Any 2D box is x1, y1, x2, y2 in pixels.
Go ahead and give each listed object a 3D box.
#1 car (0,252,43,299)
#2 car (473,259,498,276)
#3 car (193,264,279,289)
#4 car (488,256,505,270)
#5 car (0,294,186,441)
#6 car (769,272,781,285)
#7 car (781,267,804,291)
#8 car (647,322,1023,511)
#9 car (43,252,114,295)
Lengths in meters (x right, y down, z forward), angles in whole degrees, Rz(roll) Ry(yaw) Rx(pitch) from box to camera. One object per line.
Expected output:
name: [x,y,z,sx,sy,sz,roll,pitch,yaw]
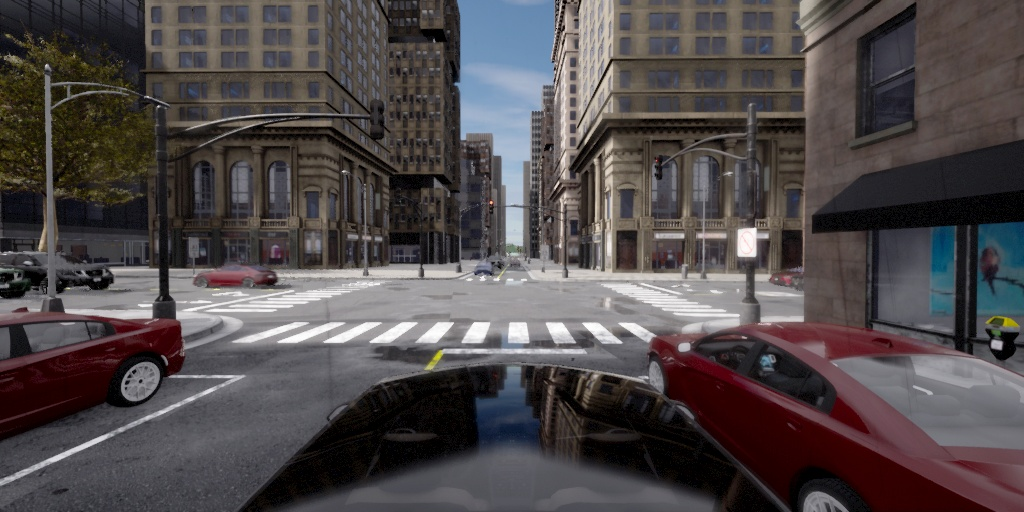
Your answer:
car: [-23.565,0.858,14.738,5.566,2.045,2.150,1,1,1]
car: [-2.797,1.288,36.784,2.033,1.411,5.357,0,0,0]
car: [-16.311,1.163,21.301,4.181,1.385,1.994,0,1,1]
car: [-2.631,0.961,52.894,2.150,2.045,5.566,0,0,1]
car: [-5.754,1.295,3.466,1.888,1.381,4.507,0,0,0]
car: [19.948,1.416,24.299,4.181,1.385,1.994,0,1,1]
car: [19.212,1.371,21.054,5.008,1.535,1.882,0,1,1]
car: [2.771,1.294,3.396,1.888,1.381,4.507,0,0,0]
car: [-23.560,0.810,17.988,5.566,2.045,2.150,1,1,1]
